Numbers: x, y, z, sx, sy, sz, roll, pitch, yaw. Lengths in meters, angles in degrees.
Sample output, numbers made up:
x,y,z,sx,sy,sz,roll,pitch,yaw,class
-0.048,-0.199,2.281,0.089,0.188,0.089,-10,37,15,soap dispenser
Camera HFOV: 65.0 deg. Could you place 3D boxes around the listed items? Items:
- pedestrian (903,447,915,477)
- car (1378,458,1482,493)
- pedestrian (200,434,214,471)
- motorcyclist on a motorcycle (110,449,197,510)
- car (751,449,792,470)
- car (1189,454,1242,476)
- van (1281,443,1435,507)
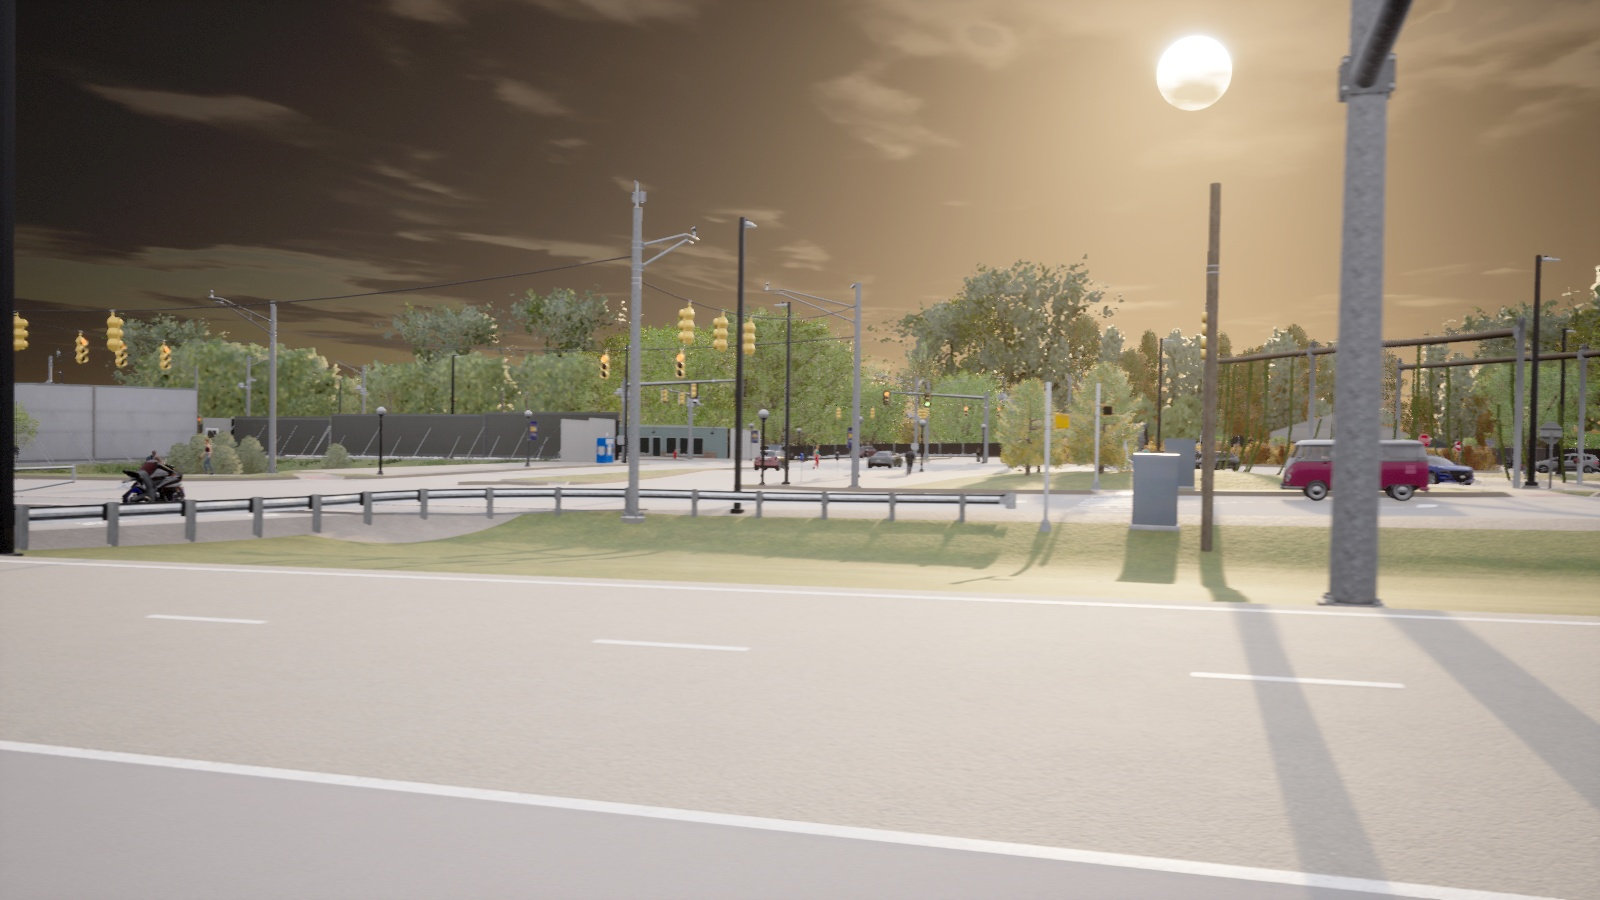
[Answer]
x,y,z,sx,sy,sz,roll,pitch,yaw,class
6.855,0.747,78.917,0.563,1.883,0.849,2,1,14,pedestrian
29.973,1.195,59.958,1.882,1.535,5.008,1,0,-9,car
-29.852,0.107,63.221,0.594,1.836,0.345,1,2,-30,pedestrian
-17.848,0.796,34.733,0.866,1.530,2.191,1,2,16,motorcyclist on a motorcycle
-1.998,0.691,90.029,1.970,1.475,3.806,1,0,14,car
30.049,1.069,90.732,4.193,1.474,1.816,-1,2,-44,car
18.224,0.782,41.217,4.442,1.987,1.775,0,1,18,van
